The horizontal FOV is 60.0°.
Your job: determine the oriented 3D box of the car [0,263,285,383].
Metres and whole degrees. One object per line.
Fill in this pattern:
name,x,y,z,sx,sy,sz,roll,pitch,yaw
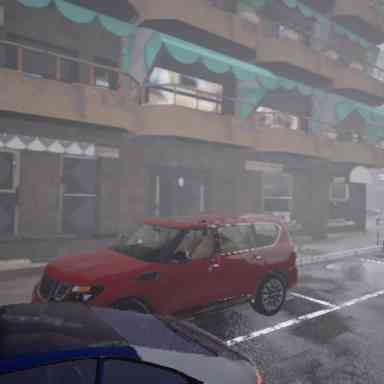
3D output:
car,-1.417,1.563,2.061,4.181,1.385,1.994,1,-1,-36

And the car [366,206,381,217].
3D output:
car,18.280,2.030,36.377,2.008,1.369,4.403,2,-1,-35

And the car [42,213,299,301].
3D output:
car,-0.125,1.360,6.164,5.009,1.841,2.192,1,0,-36
